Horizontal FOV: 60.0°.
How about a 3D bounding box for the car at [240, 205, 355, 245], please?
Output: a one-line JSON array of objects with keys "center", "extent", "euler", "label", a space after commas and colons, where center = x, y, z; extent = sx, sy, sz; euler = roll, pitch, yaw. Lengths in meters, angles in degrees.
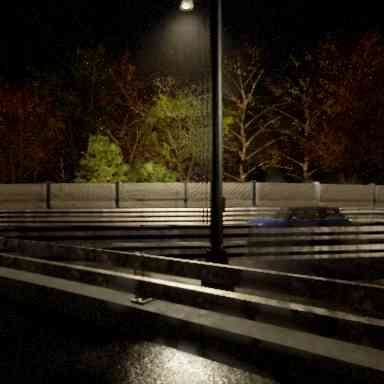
[{"center": [4.294, 1.366, 13.960], "extent": [4.553, 1.767, 2.097], "euler": [0, 0, -7], "label": "car"}]
